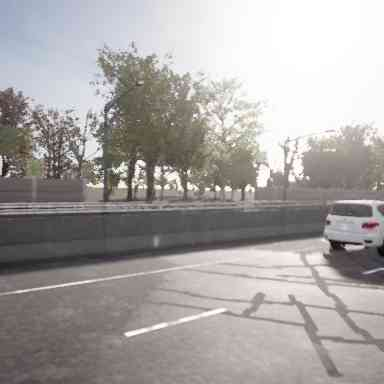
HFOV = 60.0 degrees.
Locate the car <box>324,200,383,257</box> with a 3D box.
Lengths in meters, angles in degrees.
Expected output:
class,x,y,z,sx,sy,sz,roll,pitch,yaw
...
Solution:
class,x,y,z,sx,sy,sz,roll,pitch,yaw
car,7.759,1.352,13.703,5.566,2.045,2.150,1,0,-35
